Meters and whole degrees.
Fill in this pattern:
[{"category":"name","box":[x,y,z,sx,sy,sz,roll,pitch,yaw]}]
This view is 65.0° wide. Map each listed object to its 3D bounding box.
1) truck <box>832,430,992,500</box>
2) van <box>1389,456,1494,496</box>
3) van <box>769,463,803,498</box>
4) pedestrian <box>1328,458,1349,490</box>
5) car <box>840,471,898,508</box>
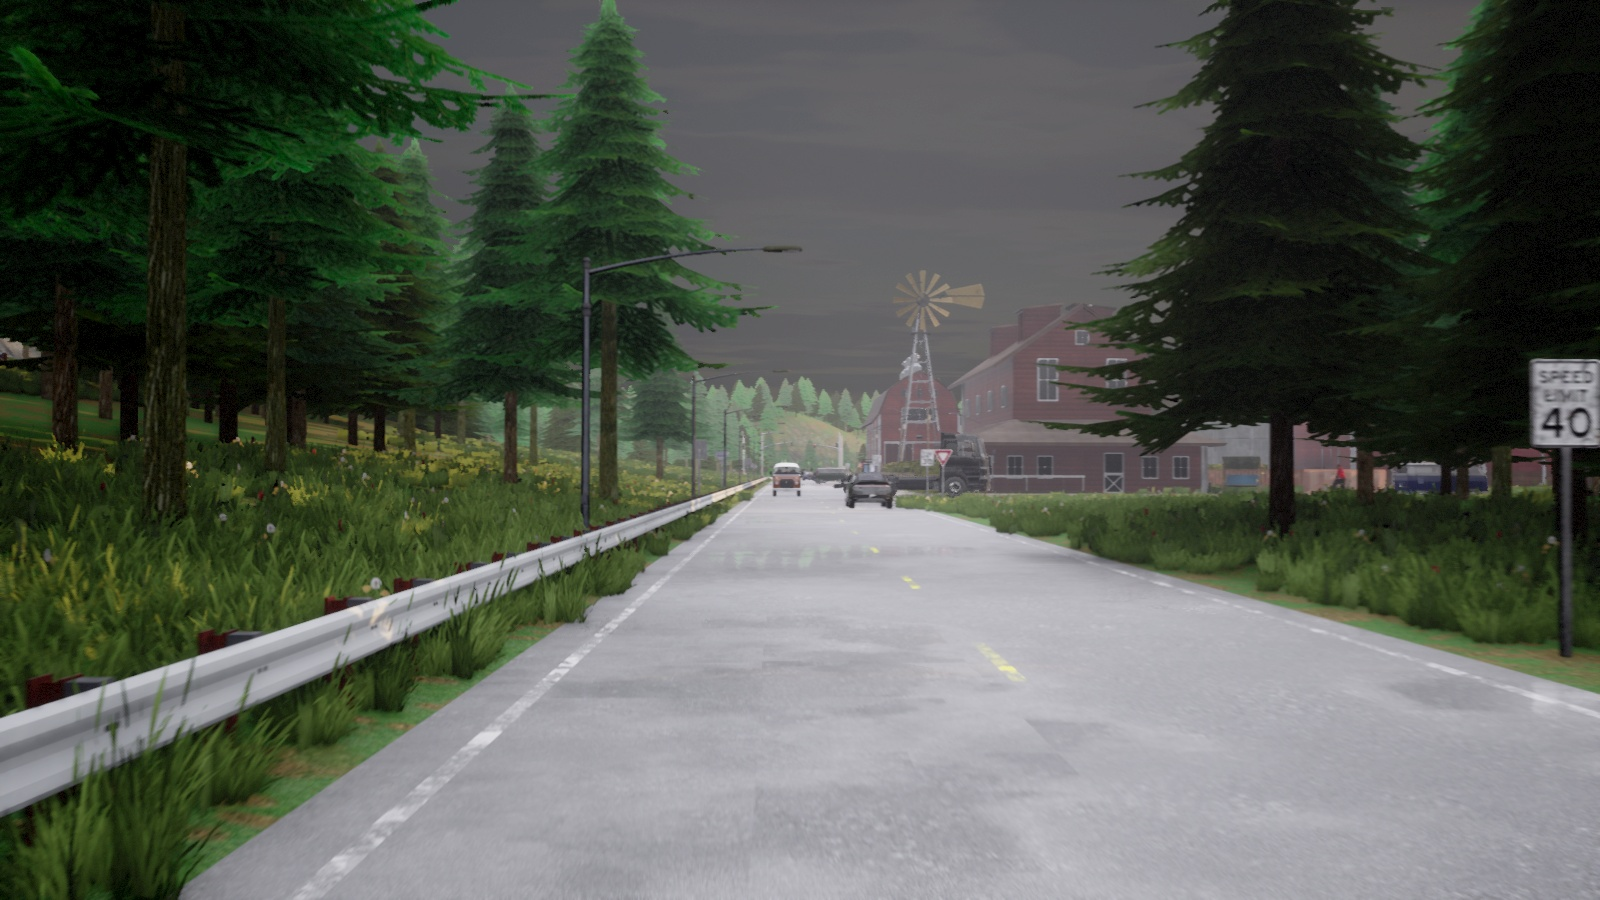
[{"category":"truck","box":[5.888,0.795,65.636,7.936,3.462,2.891,-1,-1,12]},{"category":"van","box":[32.941,1.342,64.531,4.442,1.987,1.775,0,-1,-1]},{"category":"van","box":[-0.858,1.837,77.912,2.069,2.038,4.480,0,0,-1]},{"category":"pedestrian","box":[30.924,1.382,72.128,0.899,1.844,0.634,0,-1,-1]},{"category":"car","box":[2.909,1.657,53.816,2.128,1.511,4.902,0,-1,-1]}]
